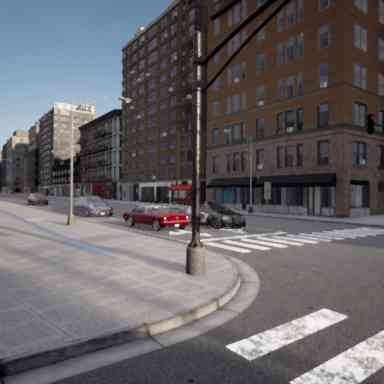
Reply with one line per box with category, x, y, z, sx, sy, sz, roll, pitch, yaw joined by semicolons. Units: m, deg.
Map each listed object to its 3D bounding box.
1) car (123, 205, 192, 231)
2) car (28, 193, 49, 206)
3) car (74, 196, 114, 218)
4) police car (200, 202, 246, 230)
car;-2.153;1.447;19.373;1.895;1.301;4.718;1;0;-38
car;-21.480;0.964;46.437;2.097;1.767;4.553;1;0;-35
car;-8.291;1.129;27.930;2.097;1.767;4.553;1;0;-36
police car;1.199;1.399;20.453;2.038;1.542;4.974;1;0;-36
